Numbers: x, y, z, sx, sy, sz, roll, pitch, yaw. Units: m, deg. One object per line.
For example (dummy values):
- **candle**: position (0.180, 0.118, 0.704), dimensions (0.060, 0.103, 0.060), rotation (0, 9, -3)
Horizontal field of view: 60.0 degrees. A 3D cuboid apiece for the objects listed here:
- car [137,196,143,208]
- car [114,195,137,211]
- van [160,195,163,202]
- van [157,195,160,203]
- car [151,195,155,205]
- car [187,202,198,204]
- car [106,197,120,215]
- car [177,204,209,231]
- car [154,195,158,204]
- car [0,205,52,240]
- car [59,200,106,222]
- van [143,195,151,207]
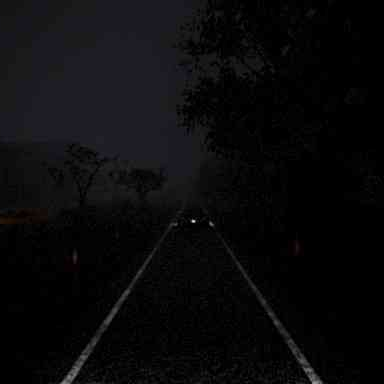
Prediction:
- **car**: position (-9.086, 1.790, 49.326), dimensions (2.002, 1.452, 4.674), rotation (0, 0, 0)
- **car**: position (-9.073, 1.446, 42.584), dimensions (2.435, 2.045, 5.566), rotation (0, -1, 1)
- **van**: position (-9.312, 1.884, 87.957), dimensions (1.878, 1.987, 4.442), rotation (0, -2, -2)
- **van**: position (-9.141, 1.788, 78.007), dimensions (1.878, 1.987, 4.442), rotation (0, -2, -3)
- **car**: position (-9.117, 1.894, 65.982), dimensions (2.231, 1.521, 4.892), rotation (0, -2, -2)
- **car**: position (0.075, 1.805, 37.905), dimensions (1.994, 1.385, 4.181), rotation (0, 0, 0)
- **car**: position (-9.055, 1.574, 32.698), dimensions (2.097, 1.535, 5.008), rotation (0, -1, 2)
- **car**: position (0.086, 1.717, 21.707), dimensions (1.994, 1.385, 4.181), rotation (0, 0, 0)
- **car**: position (-9.126, 1.979, 71.492), dimensions (2.163, 1.488, 4.792), rotation (0, -2, -2)
- **car**: position (-9.033, 1.445, 16.898), dimensions (1.946, 1.575, 5.366), rotation (0, -1, 2)
- **car**: position (-9.045, 1.537, 27.150), dimensions (2.097, 1.535, 5.008), rotation (0, -1, 2)
- **van**: position (-9.112, 1.634, 60.299), dimensions (1.878, 1.987, 4.442), rotation (0, 0, 2)
